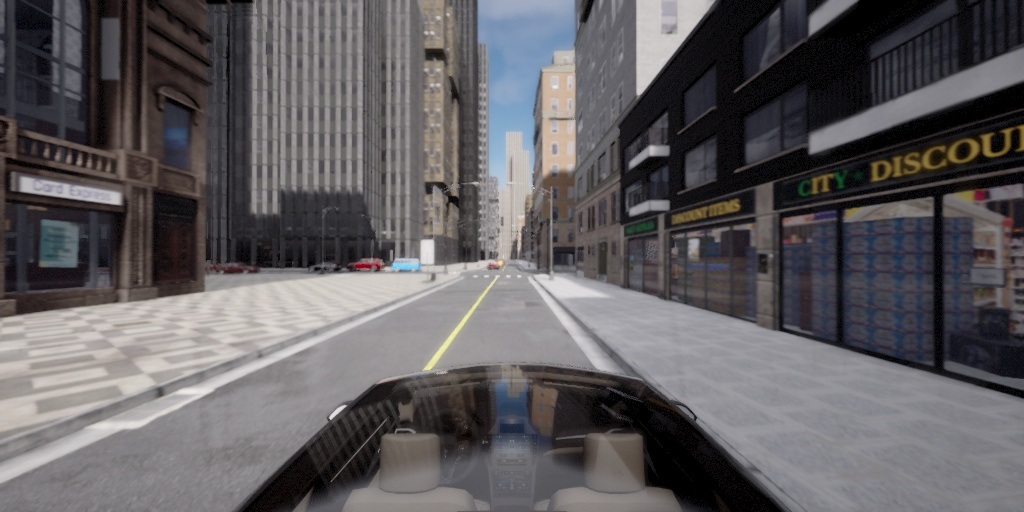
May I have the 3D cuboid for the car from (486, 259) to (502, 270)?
[{"bbox_3d":[-2.993,1.561,56.497,1.895,1.301,4.718,0,0,0],"label":"car"}]

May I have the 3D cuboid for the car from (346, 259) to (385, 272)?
[{"bbox_3d":[-20.361,1.276,50.091,5.009,1.841,2.192,0,0,-1],"label":"car"}]

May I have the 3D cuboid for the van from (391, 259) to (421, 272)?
[{"bbox_3d":[-14.721,1.303,50.177,3.998,1.789,1.690,0,0,-1],"label":"van"}]

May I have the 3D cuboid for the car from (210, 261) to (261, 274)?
[{"bbox_3d":[-31.536,1.464,41.396,4.507,1.381,1.888,0,0,-1],"label":"car"}]

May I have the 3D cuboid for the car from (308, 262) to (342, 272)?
[{"bbox_3d":[-26.001,1.524,50.006,4.313,1.339,1.948,0,0,-1],"label":"car"}]

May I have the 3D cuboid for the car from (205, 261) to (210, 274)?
[{"bbox_3d":[-37.175,1.498,41.310,4.207,1.307,1.802,0,0,-1],"label":"car"}]
